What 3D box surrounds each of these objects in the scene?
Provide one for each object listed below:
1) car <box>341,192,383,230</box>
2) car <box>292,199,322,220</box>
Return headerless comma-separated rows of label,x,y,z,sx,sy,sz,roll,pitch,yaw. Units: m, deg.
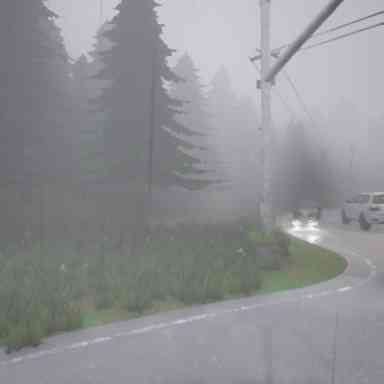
car,10.482,1.028,19.369,2.150,2.045,5.566,0,0,8
car,8.902,1.274,25.614,2.128,1.511,4.902,-1,0,23
